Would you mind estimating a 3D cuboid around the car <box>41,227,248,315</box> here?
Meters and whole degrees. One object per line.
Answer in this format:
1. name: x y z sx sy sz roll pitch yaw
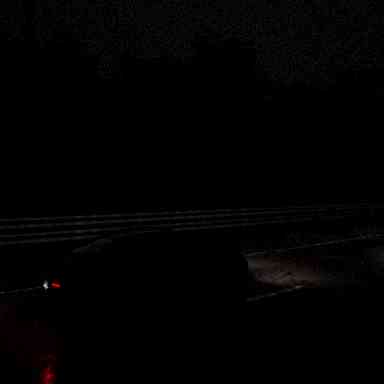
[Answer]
1. car: -0.827 1.514 7.491 4.674 1.442 1.812 0 0 -35
